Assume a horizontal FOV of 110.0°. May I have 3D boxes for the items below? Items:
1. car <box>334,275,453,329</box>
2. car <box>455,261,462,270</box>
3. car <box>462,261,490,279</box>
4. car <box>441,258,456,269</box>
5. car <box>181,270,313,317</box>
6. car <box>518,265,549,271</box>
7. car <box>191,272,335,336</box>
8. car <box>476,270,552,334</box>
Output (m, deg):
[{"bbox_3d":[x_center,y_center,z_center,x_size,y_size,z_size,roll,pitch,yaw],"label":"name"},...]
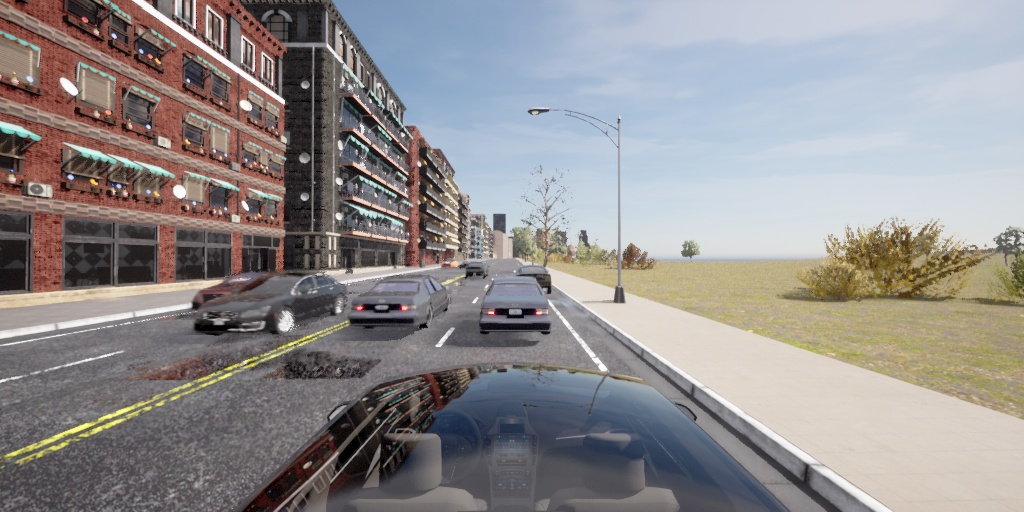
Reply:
[{"bbox_3d":[-3.162,1.297,11.211,2.033,1.411,5.357,0,0,0],"label":"car"},{"bbox_3d":[-6.654,1.346,52.729,1.895,1.301,4.718,0,0,0],"label":"car"},{"bbox_3d":[-3.186,1.256,33.206,1.837,1.490,4.892,0,1,0],"label":"car"},{"bbox_3d":[-9.899,1.096,56.936,2.097,1.767,4.553,0,0,0],"label":"car"},{"bbox_3d":[-9.864,1.314,13.864,1.994,1.385,4.181,0,0,0],"label":"car"},{"bbox_3d":[1.115,1.228,20.306,1.882,1.535,5.008,0,0,0],"label":"car"},{"bbox_3d":[-6.612,1.255,10.507,1.837,1.490,4.892,0,0,0],"label":"car"},{"bbox_3d":[0.092,1.298,10.542,2.033,1.411,5.357,0,0,0],"label":"car"}]
